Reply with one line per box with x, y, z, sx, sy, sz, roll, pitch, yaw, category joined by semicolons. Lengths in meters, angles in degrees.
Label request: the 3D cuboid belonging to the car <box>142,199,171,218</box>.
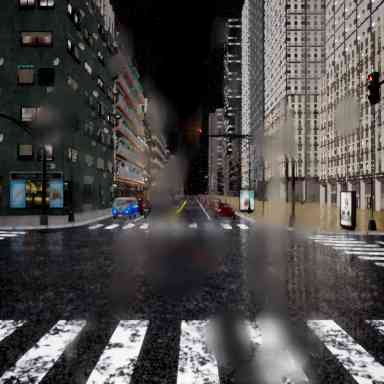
-3.112;1.575;29.622;1.994;1.385;4.181;0;0;-2;car

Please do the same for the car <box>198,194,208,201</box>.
2.718;1.377;83.710;2.192;1.841;5.009;0;0;0;car

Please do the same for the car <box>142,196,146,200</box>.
-5.674;1.329;33.964;2.192;1.841;5.009;0;0;0;car

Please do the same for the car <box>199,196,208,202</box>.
2.715;1.637;78.182;1.802;1.307;4.206;0;0;0;car

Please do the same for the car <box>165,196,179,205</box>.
-3.075;1.627;51.714;1.895;1.301;4.718;0;0;0;car

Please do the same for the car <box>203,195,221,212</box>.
2.708;1.457;39.489;1.967;1.590;4.097;0;0;0;car

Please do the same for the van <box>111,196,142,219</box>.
-5.675;1.352;28.436;1.690;1.788;3.998;0;0;0;van

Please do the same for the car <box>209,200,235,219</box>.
2.704;1.593;28.433;1.802;1.307;4.206;0;0;0;car

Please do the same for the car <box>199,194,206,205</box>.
2.711;1.470;56.071;1.967;1.590;4.097;0;0;0;car

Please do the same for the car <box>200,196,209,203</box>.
2.714;1.593;72.654;1.887;1.381;4.507;0;0;0;car

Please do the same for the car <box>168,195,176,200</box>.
-5.662;1.644;94.767;1.947;1.339;4.313;0;0;0;car

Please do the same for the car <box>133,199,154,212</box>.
-5.674;1.562;39.492;1.887;1.381;4.507;0;0;0;car

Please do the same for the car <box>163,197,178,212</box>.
-3.091;1.618;39.739;1.895;1.301;4.718;0;0;0;car
